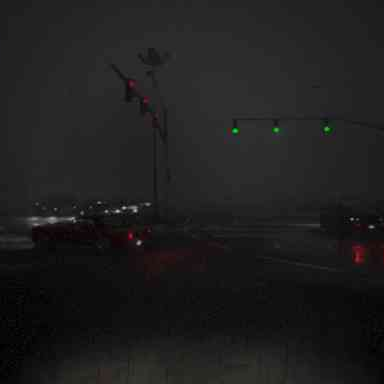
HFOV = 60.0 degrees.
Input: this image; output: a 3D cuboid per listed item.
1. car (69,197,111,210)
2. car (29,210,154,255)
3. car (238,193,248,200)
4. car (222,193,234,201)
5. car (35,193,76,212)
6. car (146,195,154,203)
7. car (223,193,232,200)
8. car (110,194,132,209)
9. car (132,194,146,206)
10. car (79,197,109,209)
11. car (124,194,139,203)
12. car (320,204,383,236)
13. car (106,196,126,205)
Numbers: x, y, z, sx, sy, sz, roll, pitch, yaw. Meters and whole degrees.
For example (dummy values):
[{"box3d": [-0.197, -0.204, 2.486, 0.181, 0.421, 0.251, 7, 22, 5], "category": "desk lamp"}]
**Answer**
[{"box3d": [-9.760, 1.466, 32.157, 1.895, 1.301, 4.718, 0, 0, 3], "category": "car"}, {"box3d": [-3.947, 1.547, 12.852, 4.718, 1.301, 1.895, 0, 0, 24], "category": "car"}, {"box3d": [11.402, 0.962, 74.536, 1.994, 1.385, 4.181, 0, 0, 5], "category": "car"}, {"box3d": [7.146, 0.988, 64.584, 1.882, 1.535, 5.008, 0, 0, 4], "category": "car"}, {"box3d": [-13.226, 1.110, 32.870, 2.150, 2.045, 5.566, 0, 0, 3], "category": "car"}, {"box3d": [-8.160, 1.231, 59.946, 1.994, 1.385, 4.181, 0, 0, 3], "category": "car"}, {"box3d": [7.931, 0.959, 75.036, 1.812, 1.442, 4.674, 0, 0, 5], "category": "car"}, {"box3d": [-9.251, 1.306, 41.152, 1.837, 1.490, 4.892, 0, 0, 3], "category": "car"}, {"box3d": [-8.696, 1.338, 50.110, 1.895, 1.301, 4.718, 0, 0, 3], "category": "car"}, {"box3d": [-12.628, 1.363, 43.104, 2.033, 1.411, 5.357, 0, 0, 4], "category": "car"}, {"box3d": [-11.476, 1.198, 63.222, 1.812, 1.442, 4.674, 0, 0, 3], "category": "car"}, {"box3d": [8.148, 1.344, 17.159, 1.812, 1.442, 4.674, 0, 0, 3], "category": "car"}, {"box3d": [-12.043, 1.309, 53.034, 1.994, 1.385, 4.181, 0, 0, 3], "category": "car"}]
